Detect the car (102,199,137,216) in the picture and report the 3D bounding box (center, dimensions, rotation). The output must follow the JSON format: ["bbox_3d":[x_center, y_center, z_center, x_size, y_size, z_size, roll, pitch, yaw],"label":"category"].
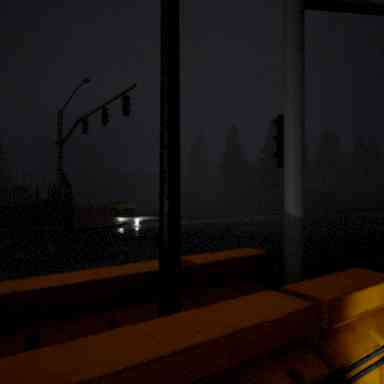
[{"bbox_3d":[-7.159,1.485,32.538,1.882,1.535,5.008,0,0,-36],"label":"car"}]
